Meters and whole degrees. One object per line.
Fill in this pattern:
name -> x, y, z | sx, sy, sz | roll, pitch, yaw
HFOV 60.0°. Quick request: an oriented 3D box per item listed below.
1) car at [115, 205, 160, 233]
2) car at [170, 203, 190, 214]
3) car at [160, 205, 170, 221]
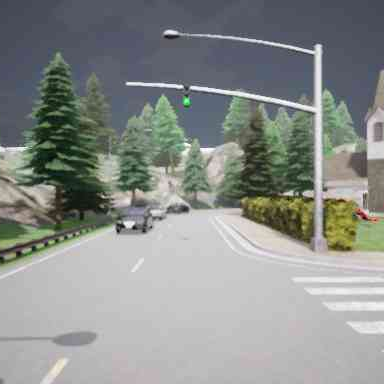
car -> -3.569, 1.718, 21.333 | 2.128, 1.511, 4.902 | 0, -1, 0
car -> -1.779, 2.002, 41.074 | 1.994, 1.385, 4.181 | 0, -1, 22
car -> -3.515, 1.932, 31.177 | 1.895, 1.301, 4.718 | 0, -1, 2
